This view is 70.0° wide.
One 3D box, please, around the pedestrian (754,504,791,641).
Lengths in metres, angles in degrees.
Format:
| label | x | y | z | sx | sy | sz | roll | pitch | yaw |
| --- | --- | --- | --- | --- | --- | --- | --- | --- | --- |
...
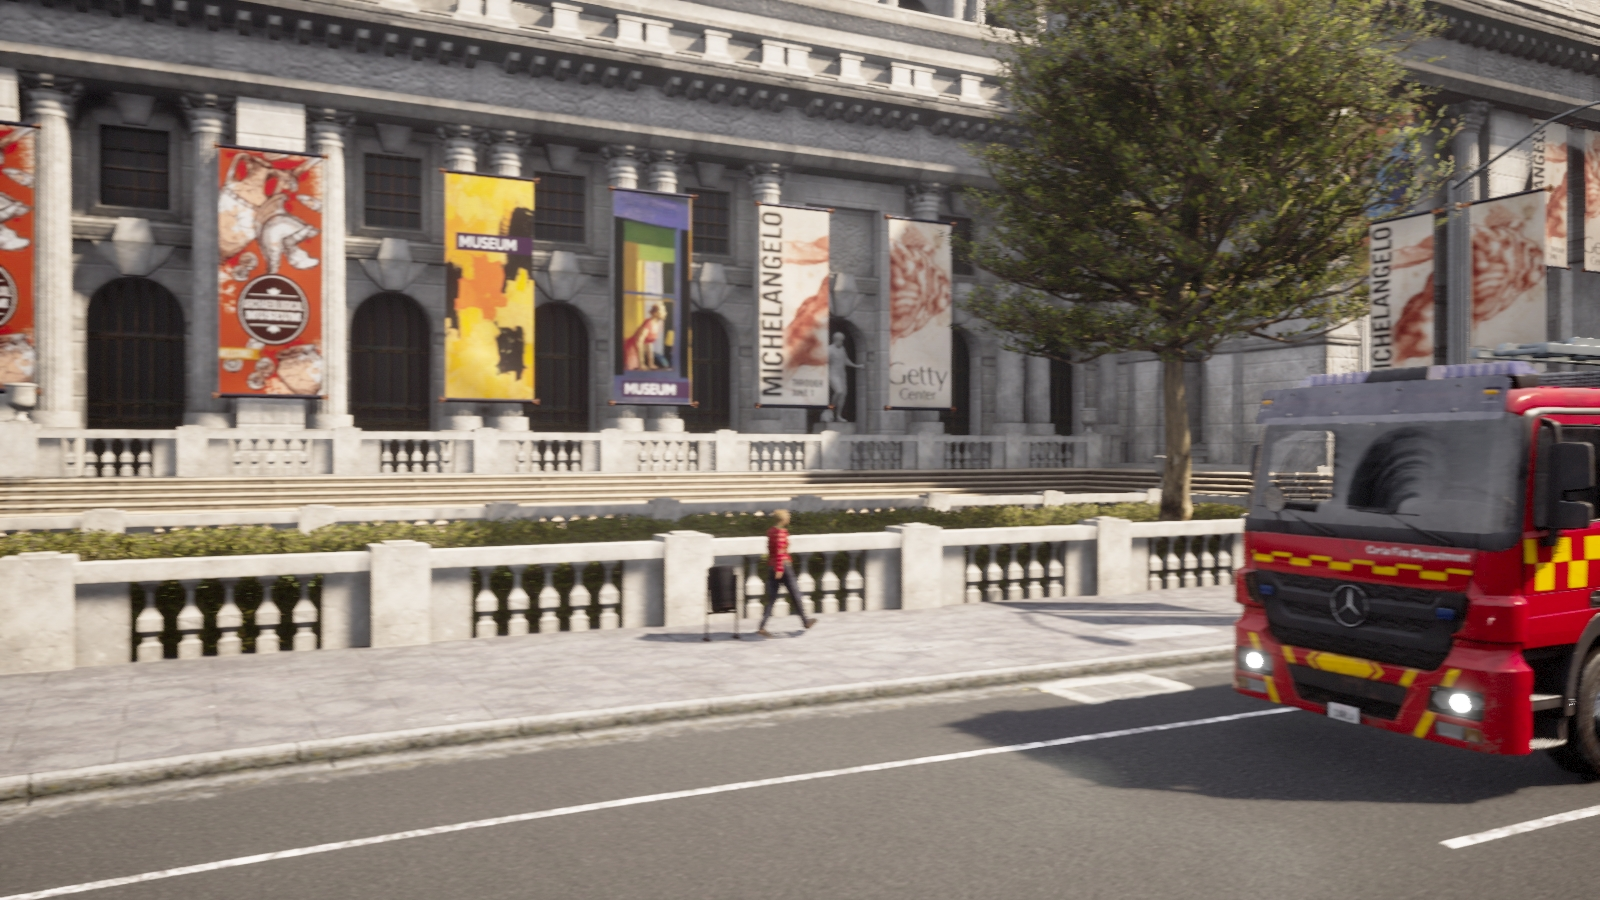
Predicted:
| label | x | y | z | sx | sy | sz | roll | pitch | yaw |
| --- | --- | --- | --- | --- | --- | --- | --- | --- | --- |
| pedestrian | -0.382 | 1.691 | 15.907 | 0.375 | 1.860 | 0.375 | 0 | 0 | -36 |

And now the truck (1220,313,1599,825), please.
| label | x | y | z | sx | sy | sz | roll | pitch | yaw |
| --- | --- | --- | --- | --- | --- | --- | --- | --- | --- |
| truck | 8.536 | 0.888 | 11.702 | 8.468 | 3.827 | 2.891 | 0 | 0 | -26 |
